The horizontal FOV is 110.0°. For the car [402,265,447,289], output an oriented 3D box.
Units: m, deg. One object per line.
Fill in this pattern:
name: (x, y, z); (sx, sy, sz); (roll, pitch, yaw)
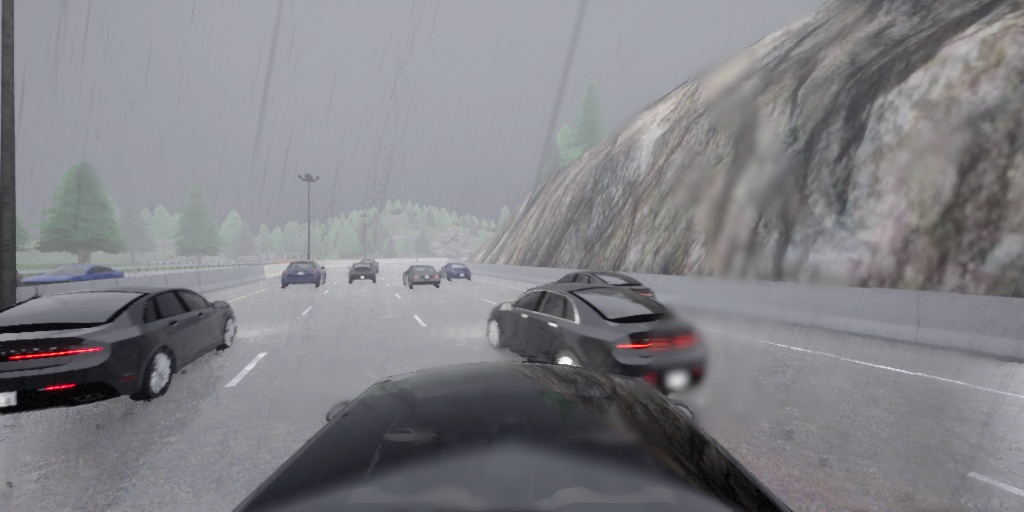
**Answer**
car: (-5.980, 1.298, 23.395); (2.033, 1.411, 5.357); (0, 0, -23)

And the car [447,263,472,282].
car: (-4.698, 1.276, 29.474); (1.812, 1.442, 4.674); (0, 0, -22)

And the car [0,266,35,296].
car: (-26.394, 1.276, 17.352); (1.812, 1.442, 4.674); (0, 0, -22)

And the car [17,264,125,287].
car: (-23.442, 1.227, 19.378); (1.882, 1.535, 5.008); (0, 0, -22)

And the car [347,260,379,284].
car: (-11.490, 1.254, 27.613); (1.837, 1.490, 4.892); (0, 0, -22)

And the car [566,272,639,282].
car: (2.575, 1.255, 11.961); (1.837, 1.490, 4.892); (0, 0, -23)

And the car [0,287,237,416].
car: (-6.302, 1.255, 5.970); (1.837, 1.490, 4.892); (0, 0, -23)

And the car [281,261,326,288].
car: (-13.788, 1.102, 23.968); (2.097, 1.767, 4.553); (0, 0, -22)

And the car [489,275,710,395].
car: (1.049, 1.253, 6.524); (1.837, 1.490, 4.892); (0, 0, -23)
